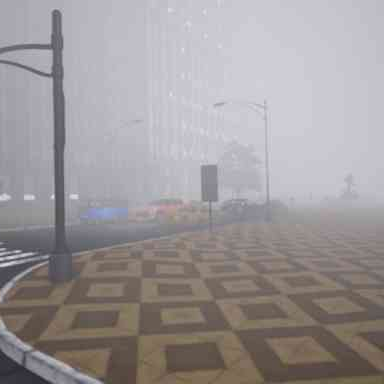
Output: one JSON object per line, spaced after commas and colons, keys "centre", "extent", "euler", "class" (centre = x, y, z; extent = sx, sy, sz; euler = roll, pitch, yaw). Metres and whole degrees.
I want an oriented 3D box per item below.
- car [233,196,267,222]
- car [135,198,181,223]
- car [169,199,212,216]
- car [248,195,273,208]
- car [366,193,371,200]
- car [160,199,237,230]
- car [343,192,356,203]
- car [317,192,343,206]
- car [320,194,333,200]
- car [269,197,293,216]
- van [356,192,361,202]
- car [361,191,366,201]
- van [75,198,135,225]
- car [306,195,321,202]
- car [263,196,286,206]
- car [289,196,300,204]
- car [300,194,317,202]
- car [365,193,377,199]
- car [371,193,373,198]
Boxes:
{"centre": [3.578, 1.190, 23.661], "extent": [1.967, 1.590, 4.097], "euler": [-2, -1, 35], "class": "car"}
{"centre": [-2.251, 1.259, 24.752], "extent": [2.097, 1.767, 4.553], "euler": [-2, -1, 35], "class": "car"}
{"centre": [-0.011, 1.464, 32.592], "extent": [1.752, 1.417, 4.829], "euler": [-2, -1, 35], "class": "car"}
{"centre": [9.599, 1.299, 46.556], "extent": [1.967, 1.590, 4.097], "euler": [-2, -1, 35], "class": "car"}
{"centre": [35.323, 0.816, 69.605], "extent": [2.192, 1.841, 5.009], "euler": [-2, -1, 35], "class": "car"}
{"centre": [0.509, 1.302, 19.200], "extent": [1.752, 1.417, 4.829], "euler": [-2, -1, 35], "class": "car"}
{"centre": [25.760, 1.011, 55.849], "extent": [1.967, 1.590, 4.097], "euler": [-2, -1, 35], "class": "car"}
{"centre": [19.519, 1.143, 46.793], "extent": [1.752, 1.417, 4.829], "euler": [-2, -1, 35], "class": "car"}
{"centre": [31.806, 1.242, 78.809], "extent": [1.887, 1.381, 4.507], "euler": [-2, -1, 35], "class": "car"}
{"centre": [6.747, 1.304, 28.260], "extent": [1.802, 1.307, 4.206], "euler": [-2, -1, 35], "class": "car"}
{"centre": [28.952, 0.888, 60.431], "extent": [1.690, 1.788, 3.998], "euler": [-2, -1, 35], "class": "van"}
{"centre": [32.137, 0.964, 65.019], "extent": [1.967, 1.590, 4.097], "euler": [-2, -1, 35], "class": "car"}
{"centre": [-6.262, 1.335, 23.519], "extent": [1.690, 1.788, 3.998], "euler": [-1, -1, 35], "class": "van"}
{"centre": [25.462, 1.286, 69.594], "extent": [1.887, 1.381, 4.507], "euler": [-2, -1, 35], "class": "car"}
{"centre": [12.773, 1.379, 51.163], "extent": [1.887, 1.381, 4.507], "euler": [-2, -1, 35], "class": "car"}
{"centre": [15.945, 1.361, 55.771], "extent": [2.008, 1.369, 4.403], "euler": [-2, -1, 35], "class": "car"}
{"centre": [22.287, 1.204, 64.987], "extent": [1.967, 1.590, 4.097], "euler": [-2, -1, 35], "class": "car"}
{"centre": [44.865, 0.988, 83.377], "extent": [2.008, 1.369, 4.403], "euler": [-2, -1, 35], "class": "car"}
{"centre": [38.533, 1.044, 74.176], "extent": [1.947, 1.339, 4.313], "euler": [-2, -1, 35], "class": "car"}
